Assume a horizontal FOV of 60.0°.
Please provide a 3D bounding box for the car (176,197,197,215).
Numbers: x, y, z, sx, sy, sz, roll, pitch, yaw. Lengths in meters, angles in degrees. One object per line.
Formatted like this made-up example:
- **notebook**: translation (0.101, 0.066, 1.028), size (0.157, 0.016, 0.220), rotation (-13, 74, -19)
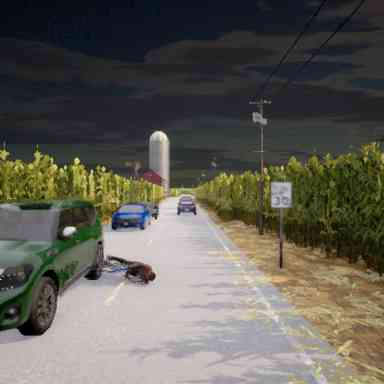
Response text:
- **car**: translation (-0.538, 1.526, 34.141), size (1.812, 1.442, 4.674), rotation (0, 0, -1)

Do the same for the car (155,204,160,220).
- **car**: translation (-3.704, 1.471, 27.236), size (1.994, 1.385, 4.181), rotation (0, 0, -1)

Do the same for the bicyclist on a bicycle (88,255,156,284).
- **bicyclist on a bicycle**: translation (-1.652, 1.963, 8.368), size (1.620, 0.582, 1.656), rotation (10, -5, 12)

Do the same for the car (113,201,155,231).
- **car**: translation (-3.674, 1.477, 20.800), size (1.882, 1.535, 5.008), rotation (0, 0, -1)

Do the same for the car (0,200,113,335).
- **car**: translation (-3.427, 1.220, 7.058), size (2.150, 2.045, 5.566), rotation (0, 0, -1)
